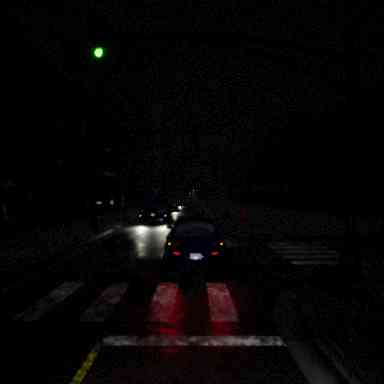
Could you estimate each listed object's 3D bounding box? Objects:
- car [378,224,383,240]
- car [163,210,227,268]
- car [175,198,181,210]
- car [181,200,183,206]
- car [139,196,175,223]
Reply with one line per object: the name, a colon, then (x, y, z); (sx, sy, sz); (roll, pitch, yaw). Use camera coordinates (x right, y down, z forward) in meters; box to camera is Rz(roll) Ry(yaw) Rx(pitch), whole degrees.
car: (10.368, 1.568, 14.126); (4.507, 1.381, 1.887); (0, 0, 0)
car: (0.099, 1.559, 11.238); (1.812, 1.442, 4.674); (0, 0, 0)
car: (-2.843, 1.507, 41.276); (2.097, 1.767, 4.553); (0, -1, -1)
car: (-2.753, 1.821, 60.553); (1.837, 1.490, 4.892); (0, -1, 0)
car: (-2.842, 1.310, 26.765); (2.150, 2.045, 5.566); (0, 0, 0)
